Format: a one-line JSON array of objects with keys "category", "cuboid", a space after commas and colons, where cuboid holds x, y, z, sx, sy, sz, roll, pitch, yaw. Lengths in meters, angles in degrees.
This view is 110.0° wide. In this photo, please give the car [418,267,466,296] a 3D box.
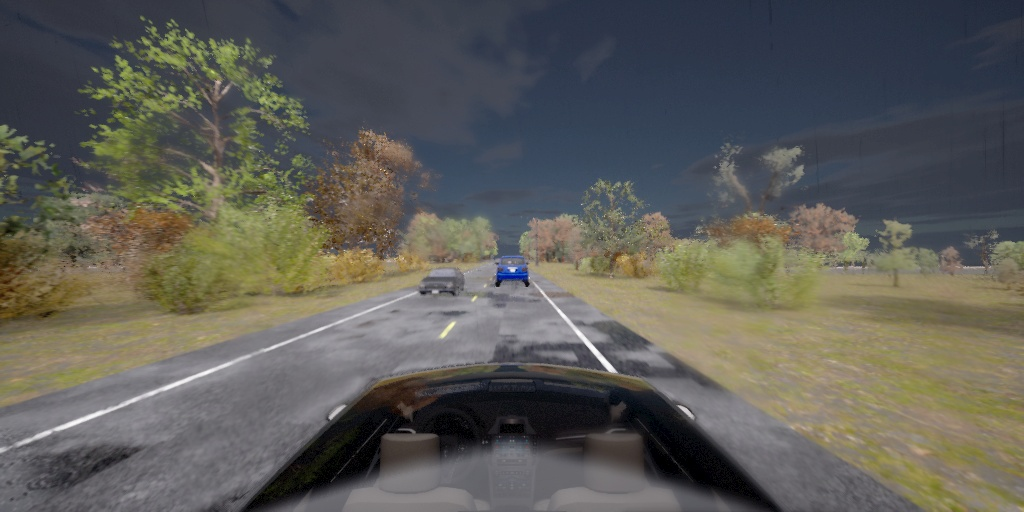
[{"category": "car", "cuboid": [-3.649, 1.330, 19.686, 2.033, 1.411, 5.357, 0, 0, 0]}]

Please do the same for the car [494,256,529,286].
[{"category": "car", "cuboid": [0.022, 1.016, 25.524, 2.150, 2.045, 5.566, 0, 0, 0]}]
